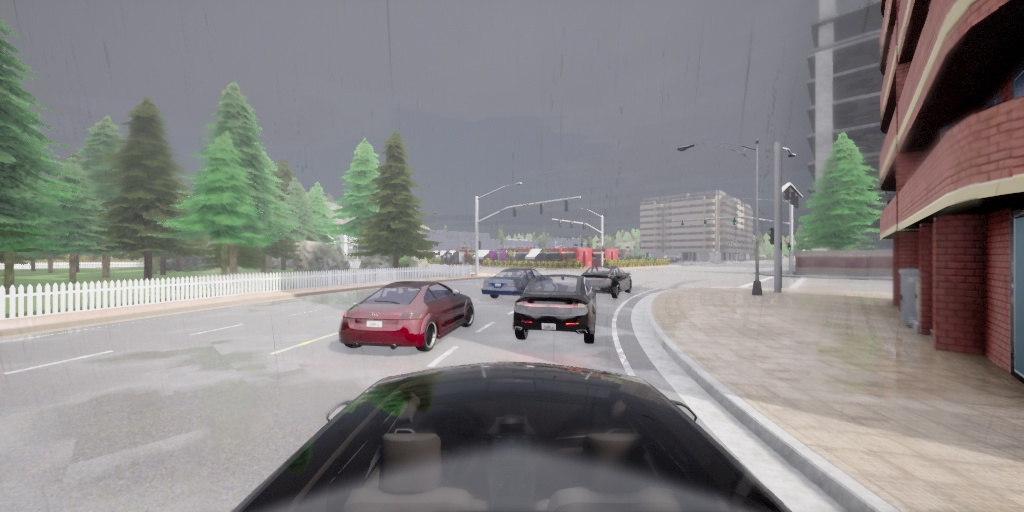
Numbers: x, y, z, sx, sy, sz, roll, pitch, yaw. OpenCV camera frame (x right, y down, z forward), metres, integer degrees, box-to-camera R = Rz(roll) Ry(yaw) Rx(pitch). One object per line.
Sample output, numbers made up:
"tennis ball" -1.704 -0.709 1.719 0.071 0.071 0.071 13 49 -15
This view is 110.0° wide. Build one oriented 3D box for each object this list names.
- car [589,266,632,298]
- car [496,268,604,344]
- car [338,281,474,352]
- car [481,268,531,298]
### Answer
"car" 4.827 1.234 18.311 2.128 1.511 4.902 1 1 29
"car" 1.339 1.241 9.747 2.128 1.511 4.902 0 0 14
"car" -2.370 1.313 9.074 1.994 1.385 4.181 0 0 10
"car" 0.455 1.296 17.794 2.033 1.411 5.357 0 0 25
